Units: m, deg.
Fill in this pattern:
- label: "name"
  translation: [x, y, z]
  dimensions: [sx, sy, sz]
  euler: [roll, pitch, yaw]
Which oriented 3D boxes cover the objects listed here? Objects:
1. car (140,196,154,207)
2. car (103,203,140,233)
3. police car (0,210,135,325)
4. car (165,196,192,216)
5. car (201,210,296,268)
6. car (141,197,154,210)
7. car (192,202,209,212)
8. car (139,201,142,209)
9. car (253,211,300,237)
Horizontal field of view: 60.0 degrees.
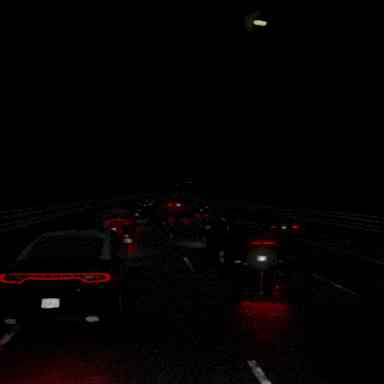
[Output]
- label: "car"
  translation: [-7.674, 1.566, 56.971]
  dimensions: [2.097, 1.767, 4.553]
  euler: [2, 0, -6]
- label: "car"
  translation: [-3.824, 1.502, 17.167]
  dimensions: [1.882, 1.535, 5.008]
  euler: [2, 0, -8]
- label: "police car"
  translation: [-2.416, 1.415, 7.378]
  dimensions: [1.930, 1.638, 5.238]
  euler: [2, 0, -8]
- label: "car"
  translation: [-1.707, 1.448, 36.394]
  dimensions: [2.150, 2.045, 5.566]
  euler: [2, 0, -7]
- label: "car"
  translation: [1.639, 1.637, 11.802]
  dimensions: [1.837, 1.490, 4.892]
  euler: [2, 0, -8]
- label: "car"
  translation: [-6.371, 1.730, 45.688]
  dimensions: [1.994, 1.385, 4.181]
  euler: [2, 0, -6]
- label: "car"
  translation: [0.909, 1.957, 43.767]
  dimensions: [1.895, 1.301, 4.718]
  euler: [2, 0, -7]
- label: "car"
  translation: [-4.640, 1.571, 23.110]
  dimensions: [1.812, 1.442, 4.674]
  euler: [2, 0, -8]
- label: "car"
  translation: [4.163, 1.802, 18.796]
  dimensions: [2.033, 1.411, 5.357]
  euler: [2, 0, -8]
